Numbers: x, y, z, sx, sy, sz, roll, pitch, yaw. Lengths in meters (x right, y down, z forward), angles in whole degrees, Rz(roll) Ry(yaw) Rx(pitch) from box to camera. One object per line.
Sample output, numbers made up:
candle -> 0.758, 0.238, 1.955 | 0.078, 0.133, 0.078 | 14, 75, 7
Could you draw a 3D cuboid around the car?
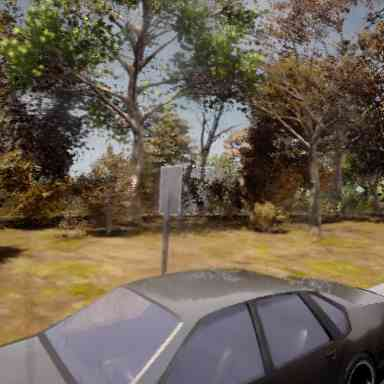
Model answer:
car -> 0.023, 1.549, 3.136 | 5.357, 1.411, 2.033 | 0, 0, -36
